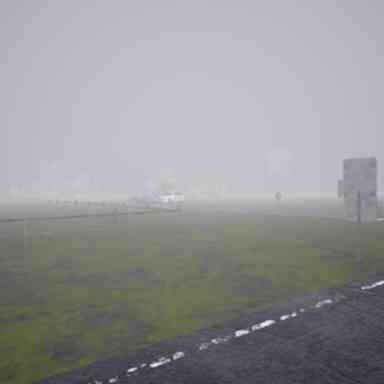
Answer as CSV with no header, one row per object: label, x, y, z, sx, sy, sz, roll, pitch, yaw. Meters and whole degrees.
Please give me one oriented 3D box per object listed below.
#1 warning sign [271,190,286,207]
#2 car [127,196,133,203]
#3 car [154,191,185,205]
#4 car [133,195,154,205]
warning sign,9.776,0.732,37.728,1.300,1.860,1.060,-1,1,-35
car,-10.215,1.300,61.973,2.033,1.411,5.357,-1,0,-35
car,-3.336,0.929,52.201,2.150,2.045,5.566,-1,0,-34
car,-6.993,1.269,52.509,1.837,1.490,4.892,-1,0,-34
